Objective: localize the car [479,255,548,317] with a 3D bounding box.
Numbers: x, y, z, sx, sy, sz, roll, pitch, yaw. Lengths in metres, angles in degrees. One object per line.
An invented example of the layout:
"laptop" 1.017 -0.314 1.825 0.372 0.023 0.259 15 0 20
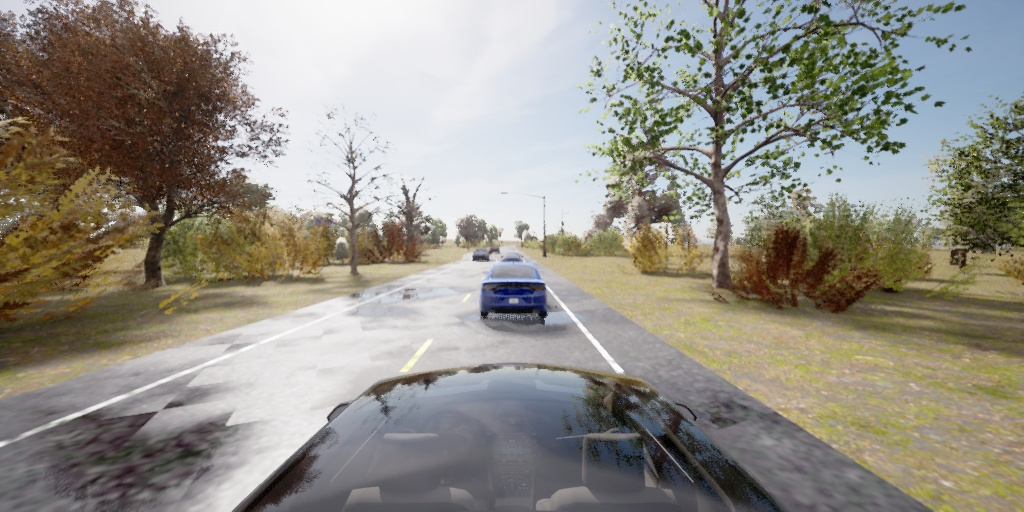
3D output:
"car" 0.043 0.923 11.671 1.882 1.535 5.008 0 2 0

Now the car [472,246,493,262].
"car" -3.881 -0.245 45.303 2.097 1.767 4.553 0 2 -2

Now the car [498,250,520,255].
"car" 0.009 0.405 30.181 1.812 1.442 4.674 0 2 0
